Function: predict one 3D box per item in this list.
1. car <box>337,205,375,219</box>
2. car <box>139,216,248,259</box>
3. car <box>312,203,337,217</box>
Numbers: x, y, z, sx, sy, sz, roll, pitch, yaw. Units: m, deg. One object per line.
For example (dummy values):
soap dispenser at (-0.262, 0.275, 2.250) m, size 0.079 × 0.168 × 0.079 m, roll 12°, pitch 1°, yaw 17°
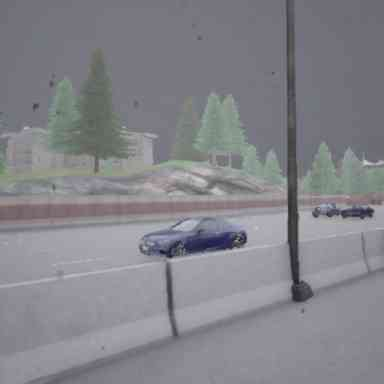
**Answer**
car at (16.414, 1.918, 32.863) m, size 1.895 × 1.301 × 4.718 m, roll -1°, pitch -1°, yaw 43°
car at (0.210, 1.708, 12.982) m, size 4.674 × 1.442 × 1.812 m, roll 0°, pitch -1°, yaw -38°
car at (14.851, 1.946, 36.318) m, size 1.812 × 1.442 × 4.674 m, roll -1°, pitch -1°, yaw 42°
